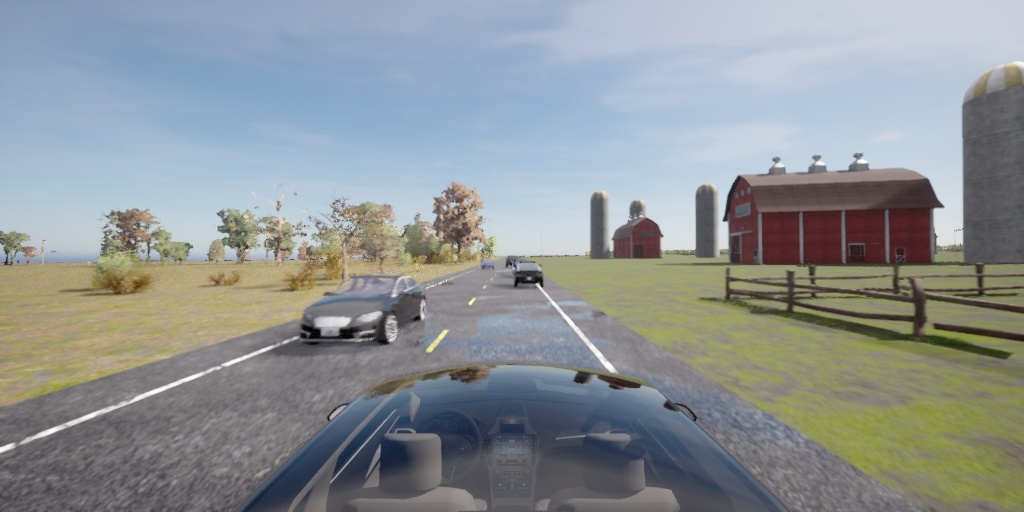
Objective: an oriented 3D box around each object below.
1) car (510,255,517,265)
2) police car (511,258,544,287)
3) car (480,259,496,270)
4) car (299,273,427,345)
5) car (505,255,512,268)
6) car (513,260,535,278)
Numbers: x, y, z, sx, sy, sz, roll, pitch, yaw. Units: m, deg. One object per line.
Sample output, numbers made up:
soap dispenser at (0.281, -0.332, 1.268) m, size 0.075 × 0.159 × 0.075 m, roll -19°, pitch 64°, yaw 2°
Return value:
car at (1.055, 1.065, 40.107) m, size 2.097 × 1.767 × 4.553 m, roll 0°, pitch 0°, yaw 0°
police car at (1.053, 1.157, 24.247) m, size 1.930 × 1.638 × 5.238 m, roll 0°, pitch 0°, yaw 0°
car at (-3.548, 1.222, 53.024) m, size 1.812 × 1.442 × 4.674 m, roll 0°, pitch 0°, yaw 0°
car at (-3.599, 1.237, 9.552) m, size 2.128 × 1.511 × 4.902 m, roll 0°, pitch 0°, yaw 0°
car at (0.011, 0.904, 59.851) m, size 2.150 × 2.045 × 5.566 m, roll 0°, pitch 0°, yaw 0°
car at (1.055, 1.199, 34.137) m, size 1.882 × 1.535 × 5.008 m, roll 0°, pitch 0°, yaw 0°
